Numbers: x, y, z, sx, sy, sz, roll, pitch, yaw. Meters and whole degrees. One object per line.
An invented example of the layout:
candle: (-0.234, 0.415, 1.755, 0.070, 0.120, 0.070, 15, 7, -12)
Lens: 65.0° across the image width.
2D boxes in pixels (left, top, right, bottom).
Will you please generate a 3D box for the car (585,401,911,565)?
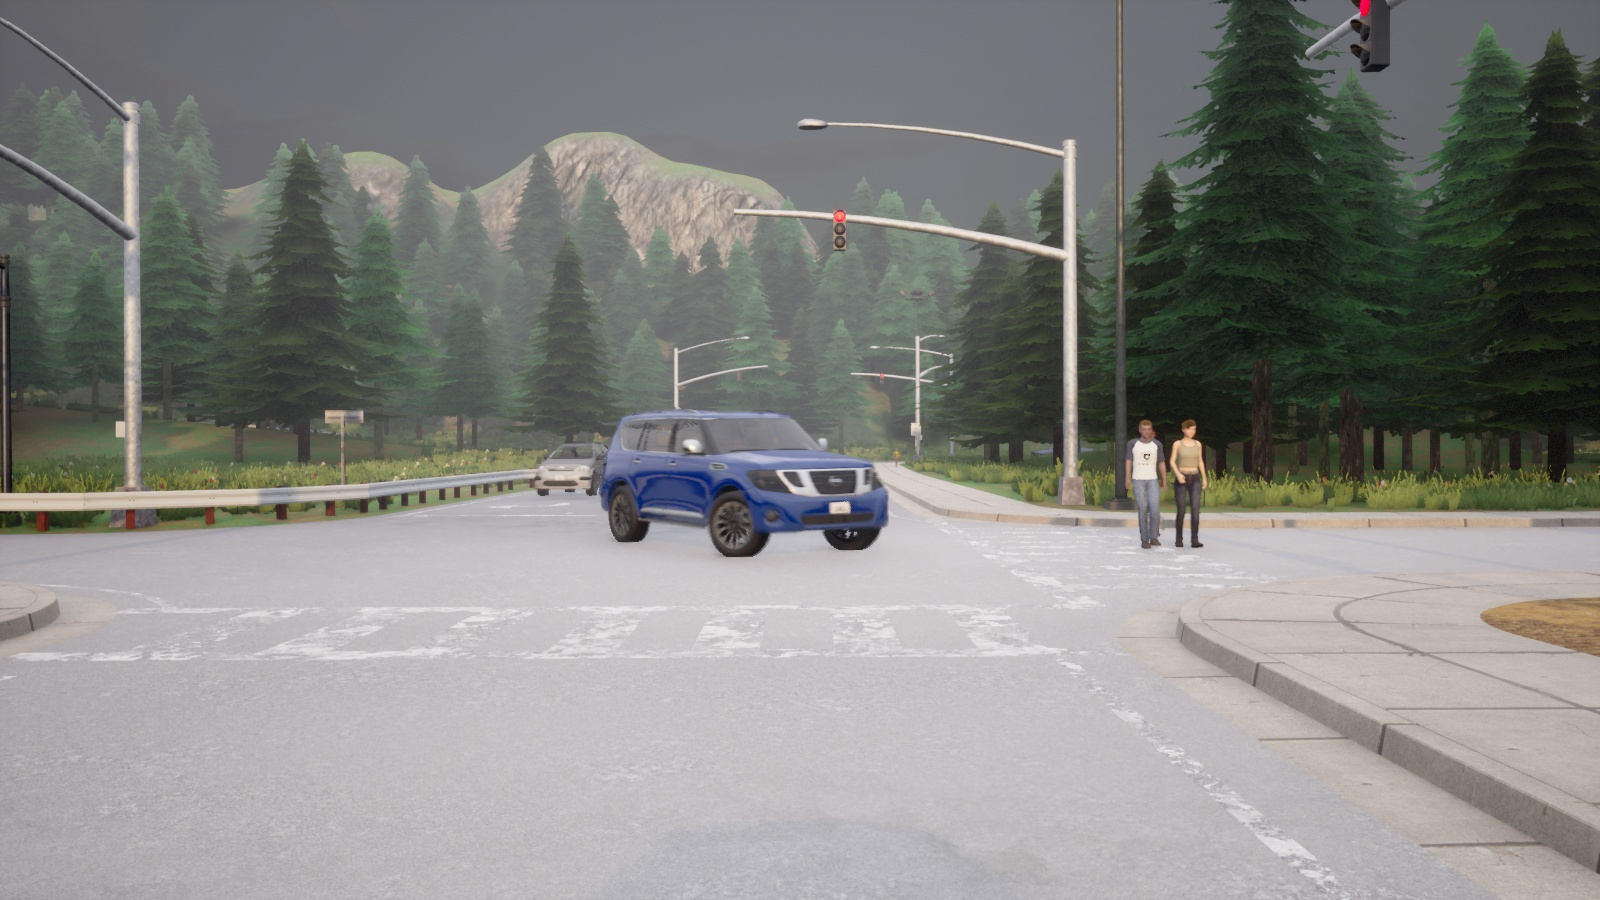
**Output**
car: (-0.986, 0.397, 18.591, 2.150, 2.045, 5.566, -1, 0, -35)

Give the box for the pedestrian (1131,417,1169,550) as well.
pedestrian: (4.901, 0.457, 17.616, 0.354, 1.836, 0.706, 0, 0, 3)

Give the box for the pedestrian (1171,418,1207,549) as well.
pedestrian: (5.528, 0.466, 17.857, 0.345, 1.836, 0.594, 0, 0, 1)

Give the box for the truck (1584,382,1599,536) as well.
truck: (15.398, 0.143, 19.161, 5.204, 2.467, 2.627, 0, 0, 1)

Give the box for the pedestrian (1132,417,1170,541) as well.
pedestrian: (5.655, 0.455, 20.245, 0.423, 1.949, 0.788, 0, 0, 4)

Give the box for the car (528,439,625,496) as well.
car: (-6.689, 0.491, 37.915, 1.851, 1.617, 3.988, 0, 0, 6)
